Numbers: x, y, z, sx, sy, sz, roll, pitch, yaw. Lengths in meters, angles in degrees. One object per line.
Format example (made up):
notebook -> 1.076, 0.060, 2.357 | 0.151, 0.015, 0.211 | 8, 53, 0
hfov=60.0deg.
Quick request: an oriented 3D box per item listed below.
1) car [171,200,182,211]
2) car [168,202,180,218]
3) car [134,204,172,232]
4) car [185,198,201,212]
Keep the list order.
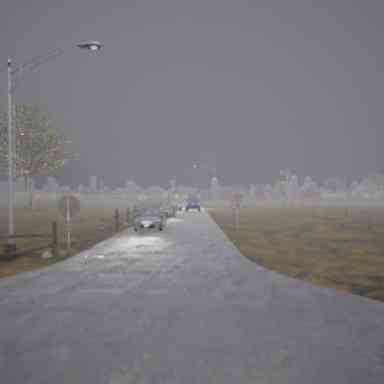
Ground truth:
car -> -2.592, 2.018, 51.238 | 2.097, 1.767, 4.553 | -1, -1, 1
car -> -2.715, 2.037, 35.420 | 1.994, 1.385, 4.181 | -1, -1, 1
car -> -2.776, 1.818, 22.899 | 2.128, 1.511, 4.902 | -1, -1, 0
car -> 0.163, 1.818, 48.377 | 2.150, 2.045, 5.566 | -1, -1, 0
